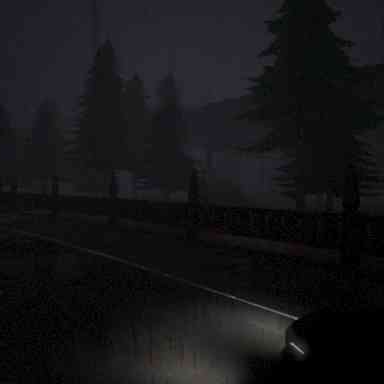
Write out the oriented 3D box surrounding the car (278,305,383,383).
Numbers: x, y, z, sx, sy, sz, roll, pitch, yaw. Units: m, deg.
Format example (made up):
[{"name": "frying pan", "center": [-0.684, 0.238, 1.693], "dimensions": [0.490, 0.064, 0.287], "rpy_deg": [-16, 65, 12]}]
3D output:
[{"name": "car", "center": [2.852, 1.548, 2.197], "dimensions": [1.812, 1.442, 4.674], "rpy_deg": [0, 1, -43]}]
